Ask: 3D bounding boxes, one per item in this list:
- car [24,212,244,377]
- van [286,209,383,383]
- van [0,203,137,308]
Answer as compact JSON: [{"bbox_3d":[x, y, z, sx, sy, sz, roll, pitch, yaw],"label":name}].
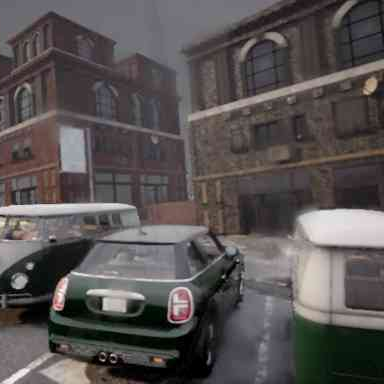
[{"bbox_3d":[-0.327,1.362,5.915,2.185,1.767,4.553,0,-1,16],"label":"car"},{"bbox_3d":[2.192,1.262,4.290,1.878,1.987,4.442,0,-1,16],"label":"van"},{"bbox_3d":[-2.821,1.262,7.600,1.878,1.987,4.442,1,-1,16],"label":"van"}]
